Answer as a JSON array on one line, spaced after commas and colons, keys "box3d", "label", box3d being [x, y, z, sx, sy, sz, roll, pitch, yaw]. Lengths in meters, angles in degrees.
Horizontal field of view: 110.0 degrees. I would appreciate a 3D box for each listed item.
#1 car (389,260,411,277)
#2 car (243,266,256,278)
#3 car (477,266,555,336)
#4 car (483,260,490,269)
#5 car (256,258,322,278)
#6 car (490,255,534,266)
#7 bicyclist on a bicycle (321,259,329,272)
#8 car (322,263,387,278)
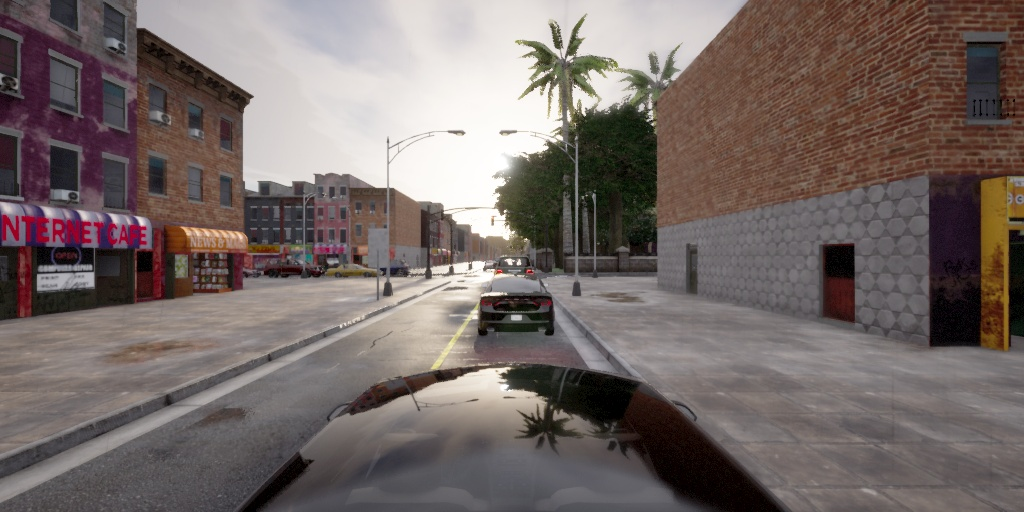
[{"box3d": [-12.498, 1.150, 35.764, 4.553, 1.767, 2.097, 0, 0, -2], "label": "car"}, {"box3d": [-25.515, 1.409, 33.026, 4.207, 1.307, 1.802, 0, 0, 0], "label": "car"}, {"box3d": [0.099, 1.230, 10.494, 1.882, 1.535, 5.008, 0, 0, 0], "label": "car"}, {"box3d": [-2.862, 1.316, 48.508, 1.812, 1.442, 4.674, 0, 0, 0], "label": "car"}, {"box3d": [-20.062, 1.128, 33.033, 5.009, 1.841, 2.192, 0, 0, 0], "label": "car"}, {"box3d": [0.102, 0.980, 20.463, 2.150, 2.045, 5.566, 0, 0, -1], "label": "car"}, {"box3d": [-20.145, 1.124, 38.679, 0.582, 1.620, 1.656, 0, 0, 0], "label": "bicyclist on a bicycle"}, {"box3d": [-14.441, 1.324, 33.040, 4.829, 1.417, 1.751, 0, 0, 0], "label": "car"}]
